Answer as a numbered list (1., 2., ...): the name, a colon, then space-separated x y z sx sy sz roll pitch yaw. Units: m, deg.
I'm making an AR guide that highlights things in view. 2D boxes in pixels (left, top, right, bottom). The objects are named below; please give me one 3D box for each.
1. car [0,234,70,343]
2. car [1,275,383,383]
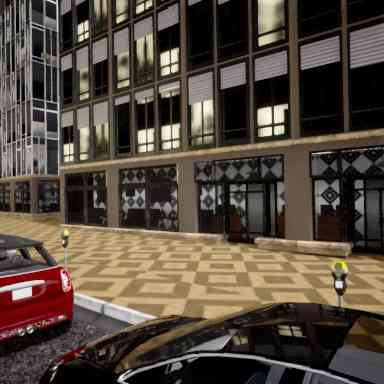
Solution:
1. car: -3.911 1.441 5.819 4.097 1.590 1.967 0 -1 37
2. car: 0.663 1.566 2.439 4.313 1.339 1.947 0 -1 36
